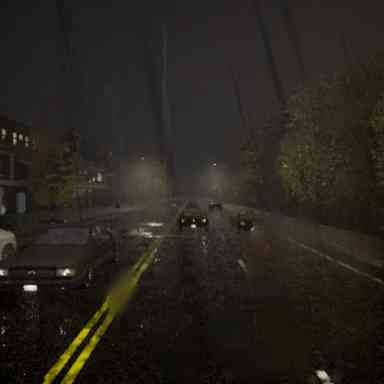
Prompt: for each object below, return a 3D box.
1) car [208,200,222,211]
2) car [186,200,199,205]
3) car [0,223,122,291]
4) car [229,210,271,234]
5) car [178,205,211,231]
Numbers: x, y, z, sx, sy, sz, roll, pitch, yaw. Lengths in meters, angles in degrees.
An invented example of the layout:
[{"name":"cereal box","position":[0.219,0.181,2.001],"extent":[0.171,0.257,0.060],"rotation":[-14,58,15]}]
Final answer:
[{"name":"car","position":[3.339,1.870,48.180],"extent":[2.128,1.511,4.902],"rotation":[0,0,0]},{"name":"car","position":[0.091,1.943,50.619],"extent":[2.033,1.411,5.357],"rotation":[0,0,0]},{"name":"car","position":[-3.353,1.625,9.572],"extent":[2.033,1.411,5.357],"rotation":[0,0,0]},{"name":"car","position":[3.345,1.763,20.161],"extent":[1.895,1.301,4.718],"rotation":[0,0,0]},{"name":"car","position":[0.094,1.778,22.214],"extent":[1.895,1.301,4.718],"rotation":[0,0,0]}]
